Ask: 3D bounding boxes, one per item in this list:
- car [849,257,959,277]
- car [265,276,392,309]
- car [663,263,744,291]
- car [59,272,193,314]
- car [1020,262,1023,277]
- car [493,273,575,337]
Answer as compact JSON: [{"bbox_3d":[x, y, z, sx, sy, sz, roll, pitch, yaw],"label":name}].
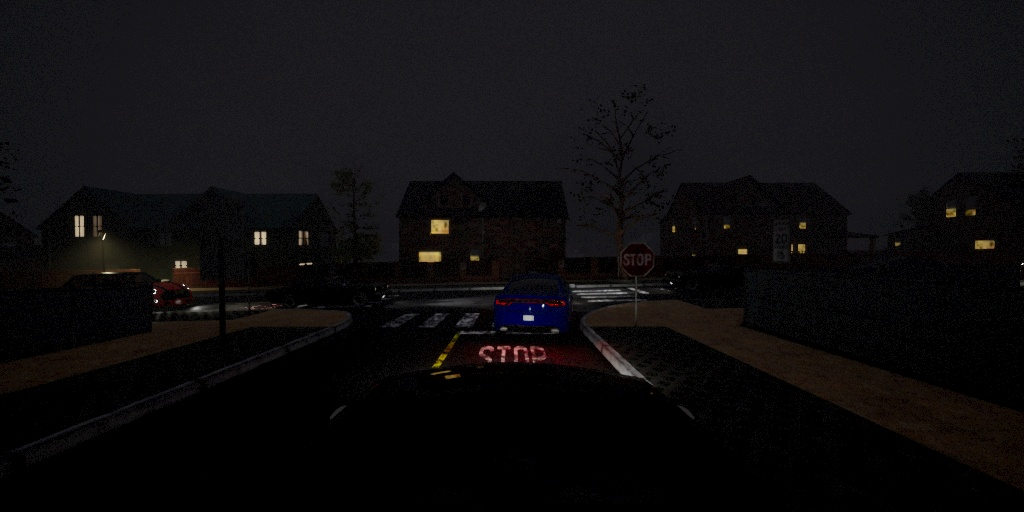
[{"bbox_3d":[20.061,0.753,18.578,5.357,1.411,2.033,-1,1,0],"label":"car"},{"bbox_3d":[-7.807,1.506,15.623,4.718,1.301,1.895,-1,1,0],"label":"car"},{"bbox_3d":[10.416,1.034,18.545,4.718,1.301,1.895,-1,1,-1],"label":"car"},{"bbox_3d":[-16.794,1.472,15.619,4.553,1.767,2.097,-1,1,0],"label":"car"},{"bbox_3d":[29.571,0.335,18.567,4.553,1.767,2.097,-1,1,0],"label":"car"},{"bbox_3d":[0.789,1.226,10.413,1.882,1.535,5.008,0,0,10],"label":"car"}]
